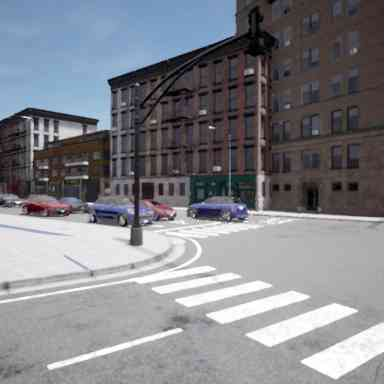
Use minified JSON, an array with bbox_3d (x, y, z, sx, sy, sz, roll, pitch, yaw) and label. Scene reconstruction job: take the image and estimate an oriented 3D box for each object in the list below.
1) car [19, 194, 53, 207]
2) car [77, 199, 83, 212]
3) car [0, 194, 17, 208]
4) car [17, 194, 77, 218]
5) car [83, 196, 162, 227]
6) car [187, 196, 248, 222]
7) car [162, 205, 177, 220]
[{"bbox_3d":[-19.417,1.001,41.411,5.008,1.535,1.882,1,0,40],"label":"car"},{"bbox_3d":[-10.996,1.201,30.043,4.181,1.385,1.994,1,0,39],"label":"car"},{"bbox_3d":[-21.023,1.007,38.276,4.902,1.511,2.128,1,0,41],"label":"car"},{"bbox_3d":[-11.578,1.119,26.349,5.008,1.535,1.882,1,1,39],"label":"car"},{"bbox_3d":[-4.420,1.089,20.718,4.553,1.767,2.097,1,0,39],"label":"car"},{"bbox_3d":[1.757,1.149,24.361,4.553,1.767,2.097,1,0,40],"label":"car"},{"bbox_3d":[-3.212,1.267,23.968,4.674,1.442,1.812,1,0,38],"label":"car"}]
